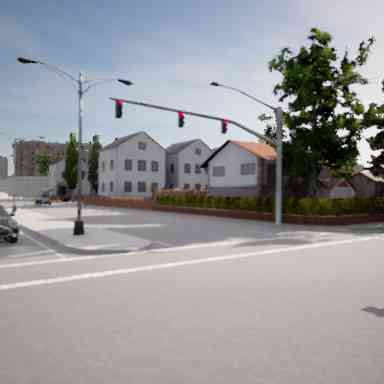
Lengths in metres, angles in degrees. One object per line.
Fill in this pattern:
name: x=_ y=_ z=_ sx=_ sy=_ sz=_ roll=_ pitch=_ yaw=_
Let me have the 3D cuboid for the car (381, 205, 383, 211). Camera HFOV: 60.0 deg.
car: x=20.186 y=1.535 z=39.177 sx=1.970 sy=1.475 sz=3.806 roll=1 pitch=0 yaw=-36

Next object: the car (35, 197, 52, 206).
car: x=-25.545 y=1.582 z=57.278 sx=2.033 sy=1.411 sz=5.357 roll=1 pitch=0 yaw=-36

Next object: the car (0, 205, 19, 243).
car: x=-9.307 y=1.336 z=15.092 sx=2.097 sy=1.767 sz=4.553 roll=1 pitch=0 yaw=-36
